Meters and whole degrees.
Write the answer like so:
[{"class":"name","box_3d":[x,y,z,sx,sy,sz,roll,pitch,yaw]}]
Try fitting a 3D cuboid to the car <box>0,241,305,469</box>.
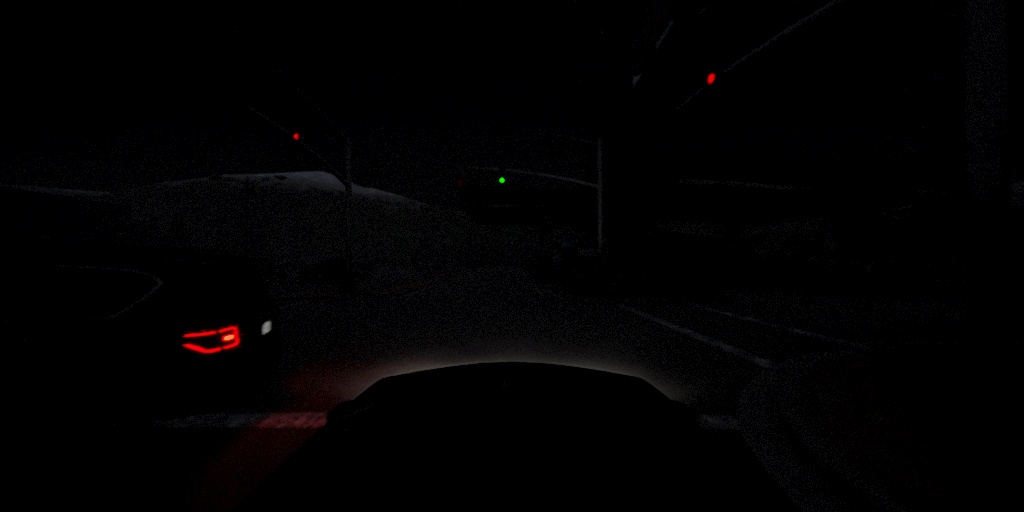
[{"class":"car","box_3d":[-5.728,0.856,3.862,5.566,2.045,2.150,3,3,-16]}]
